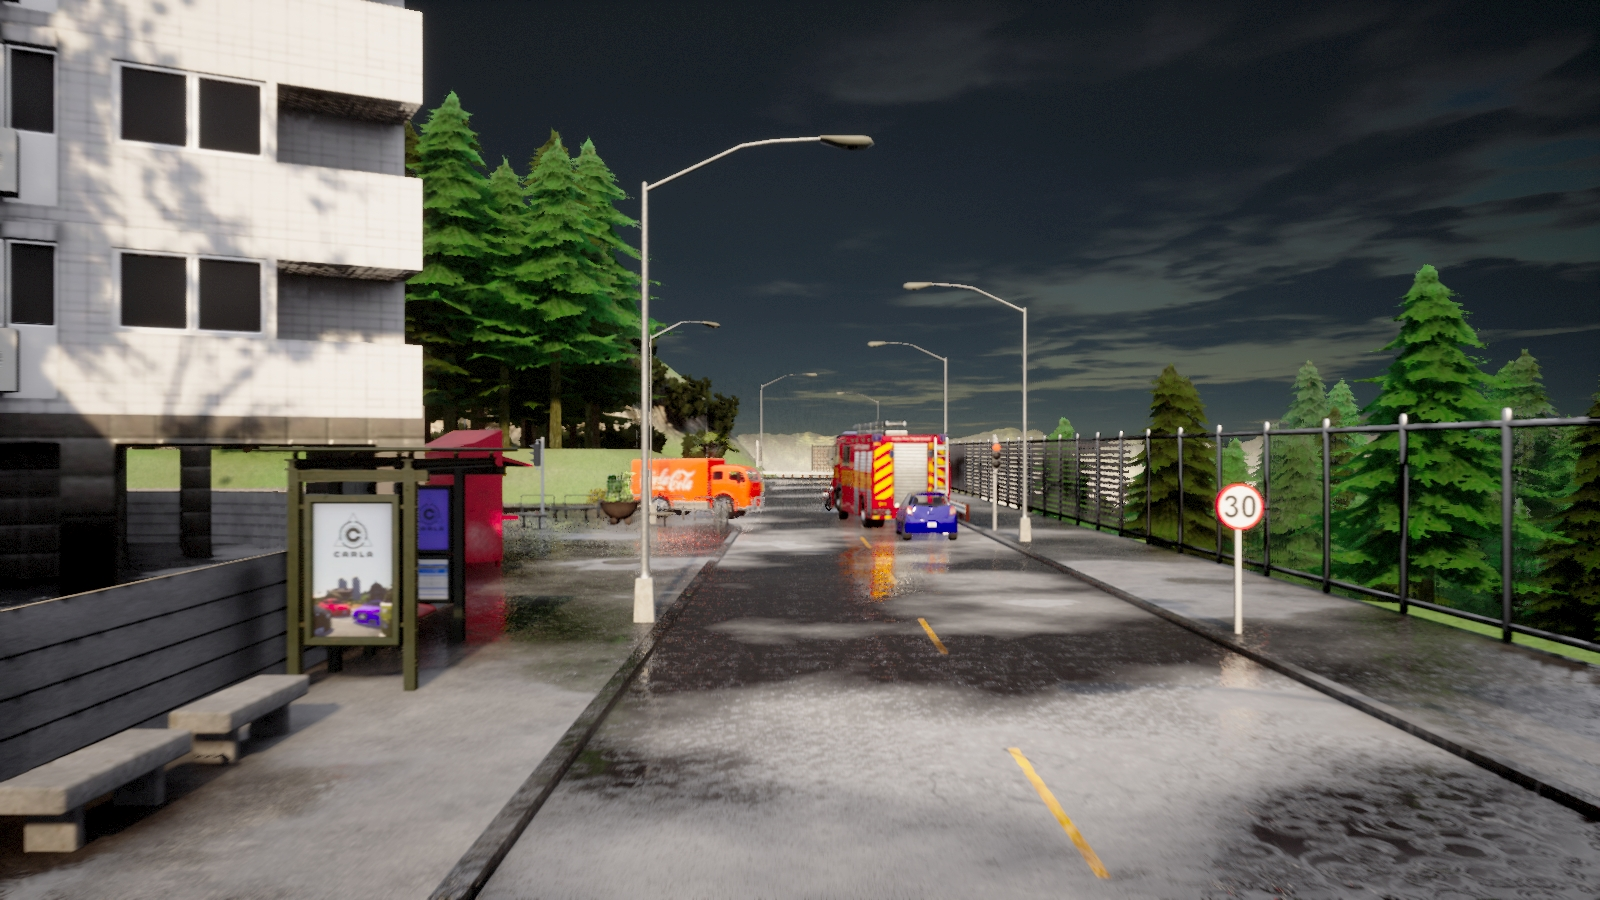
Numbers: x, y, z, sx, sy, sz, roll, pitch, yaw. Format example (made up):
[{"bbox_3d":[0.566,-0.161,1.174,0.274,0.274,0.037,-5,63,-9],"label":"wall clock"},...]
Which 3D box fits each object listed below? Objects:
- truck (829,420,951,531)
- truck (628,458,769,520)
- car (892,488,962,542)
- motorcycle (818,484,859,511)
[{"bbox_3d":[3.267,0.890,44.007,2.891,3.827,8.468,0,0,-8],"label":"truck"},{"bbox_3d":[-4.154,1.574,47.116,5.204,2.467,2.627,0,-1,18],"label":"truck"},{"bbox_3d":[3.999,2.038,36.499,1.845,1.501,3.633,0,0,0],"label":"car"},{"bbox_3d":[1.776,2.186,52.697,0.803,1.199,2.033,-2,-1,39],"label":"motorcycle"}]
